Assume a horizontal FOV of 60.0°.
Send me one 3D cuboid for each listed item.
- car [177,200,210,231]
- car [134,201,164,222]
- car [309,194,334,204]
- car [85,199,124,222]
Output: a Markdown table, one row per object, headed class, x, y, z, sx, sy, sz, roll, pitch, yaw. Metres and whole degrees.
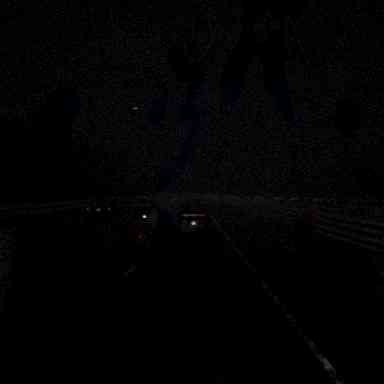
| class | x | y | z | sx | sy | sz | roll | pitch | yaw |
| --- | --- | --- | --- | --- | --- | --- | --- | --- | --- |
| car | 0.100 | 1.489 | 20.637 | 2.128 | 1.511 | 4.902 | 0 | 0 | 0 |
| car | -3.400 | 1.505 | 26.285 | 1.837 | 1.490 | 4.892 | 0 | 0 | 0 |
| car | 27.797 | 1.489 | 71.443 | 2.150 | 2.045 | 5.566 | 0 | 0 | -25 |
| car | -6.902 | 1.327 | 26.688 | 2.097 | 1.767 | 4.553 | 0 | 0 | 0 |
